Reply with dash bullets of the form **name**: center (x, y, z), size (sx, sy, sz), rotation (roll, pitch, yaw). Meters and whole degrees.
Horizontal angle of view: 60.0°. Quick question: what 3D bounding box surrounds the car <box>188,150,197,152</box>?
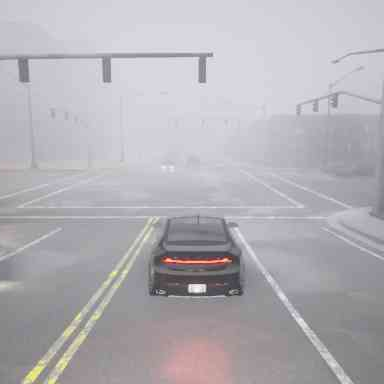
- **car**: center (0.104, -9.378, 79.842), size (1.812, 1.442, 4.674), rotation (0, 9, 0)

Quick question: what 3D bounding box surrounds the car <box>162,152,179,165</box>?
- **car**: center (-3.531, -4.872, 50.648), size (2.033, 1.411, 5.357), rotation (0, 9, 0)

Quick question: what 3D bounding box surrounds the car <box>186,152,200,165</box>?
- **car**: center (0.157, -4.978, 51.056), size (1.837, 1.490, 4.892), rotation (0, 9, 0)

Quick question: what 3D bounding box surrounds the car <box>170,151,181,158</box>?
- **car**: center (-3.489, -6.625, 60.779), size (2.097, 1.767, 4.553), rotation (0, 9, 0)

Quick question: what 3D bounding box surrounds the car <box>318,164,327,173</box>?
- **car**: center (16.322, -2.721, 36.245), size (4.902, 1.511, 2.128), rotation (0, 9, 0)

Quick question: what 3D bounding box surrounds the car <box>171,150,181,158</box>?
- **car**: center (-3.408, -8.060, 70.957), size (1.882, 1.535, 5.008), rotation (0, 9, 0)

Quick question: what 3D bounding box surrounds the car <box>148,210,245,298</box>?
- **car**: center (0.082, 1.204, 7.984), size (1.837, 1.490, 4.892), rotation (0, 4, 0)

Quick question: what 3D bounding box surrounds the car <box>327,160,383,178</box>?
- **car**: center (16.685, -2.135, 32.795), size (5.357, 1.411, 2.033), rotation (0, 9, 2)
